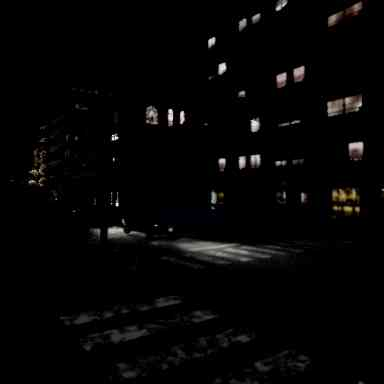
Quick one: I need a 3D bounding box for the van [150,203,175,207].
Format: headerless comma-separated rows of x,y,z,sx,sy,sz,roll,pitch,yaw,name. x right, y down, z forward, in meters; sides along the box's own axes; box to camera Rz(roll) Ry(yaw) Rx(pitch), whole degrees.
-2.553,1.861,30.066,1.690,1.788,3.998,-1,0,-36,van

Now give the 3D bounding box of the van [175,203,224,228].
0.702,1.771,25.586,1.690,1.788,3.998,-1,0,-36,van

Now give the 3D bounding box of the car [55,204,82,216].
-16.916,2.394,45.437,2.033,1.411,5.357,0,-1,-37,car

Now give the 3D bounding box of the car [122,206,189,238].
-2.604,1.854,20.309,2.128,1.511,4.902,0,-1,-36,car

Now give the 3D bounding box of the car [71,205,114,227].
-8.254,2.009,28.083,2.128,1.511,4.902,0,-1,-36,car
